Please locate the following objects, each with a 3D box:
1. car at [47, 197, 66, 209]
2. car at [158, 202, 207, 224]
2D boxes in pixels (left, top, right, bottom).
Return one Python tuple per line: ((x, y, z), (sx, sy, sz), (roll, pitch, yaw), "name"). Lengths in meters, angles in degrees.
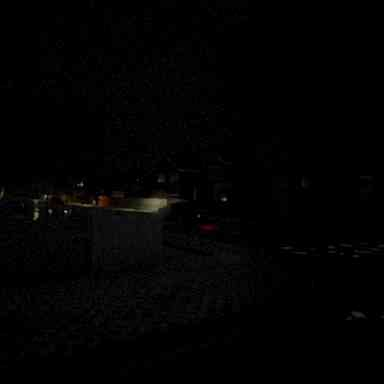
((-19.082, 1.549, 46.592), (1.837, 1.490, 4.892), (0, 0, -35), "car")
((-0.885, 1.532, 25.338), (1.882, 1.535, 5.008), (0, 0, -34), "car")
